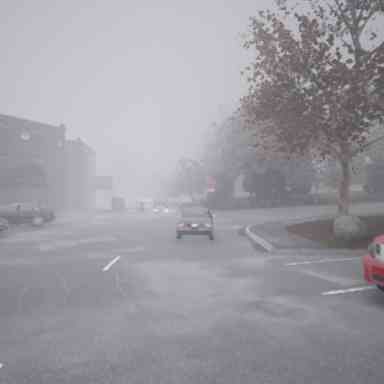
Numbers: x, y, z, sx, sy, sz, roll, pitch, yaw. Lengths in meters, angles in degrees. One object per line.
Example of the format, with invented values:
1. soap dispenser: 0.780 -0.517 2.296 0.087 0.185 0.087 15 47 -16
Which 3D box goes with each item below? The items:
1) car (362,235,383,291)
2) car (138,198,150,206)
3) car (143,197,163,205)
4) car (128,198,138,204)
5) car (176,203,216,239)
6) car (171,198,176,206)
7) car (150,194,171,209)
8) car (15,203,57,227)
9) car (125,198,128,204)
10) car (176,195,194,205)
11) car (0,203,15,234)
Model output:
1. car: 6.362 1.234 7.050 5.566 2.045 2.435 1 0 -20
2. car: -8.652 1.932 65.480 1.812 1.442 4.674 0 -1 -24
3. car: -8.608 1.960 72.719 2.231 1.521 4.892 -1 -1 -35
4. car: -12.138 2.094 77.165 2.097 1.535 5.008 -1 0 -41
5. car: 0.255 1.546 17.437 2.033 1.411 5.357 0 0 3
6. car: -3.623 1.810 62.562 2.231 1.521 4.892 0 0 -19
7. car: -4.555 1.354 48.990 2.150 2.045 5.566 0 -1 -4
8. car: -11.464 1.483 21.656 4.892 1.521 2.231 -1 0 -20
9. car: -15.976 2.278 81.590 4.892 1.521 2.231 -4 -2 42
10. car: -0.765 1.576 45.422 2.097 1.535 5.008 0 -1 -1
11. car: -11.460 1.484 15.793 4.892 1.521 2.231 -1 0 -20
